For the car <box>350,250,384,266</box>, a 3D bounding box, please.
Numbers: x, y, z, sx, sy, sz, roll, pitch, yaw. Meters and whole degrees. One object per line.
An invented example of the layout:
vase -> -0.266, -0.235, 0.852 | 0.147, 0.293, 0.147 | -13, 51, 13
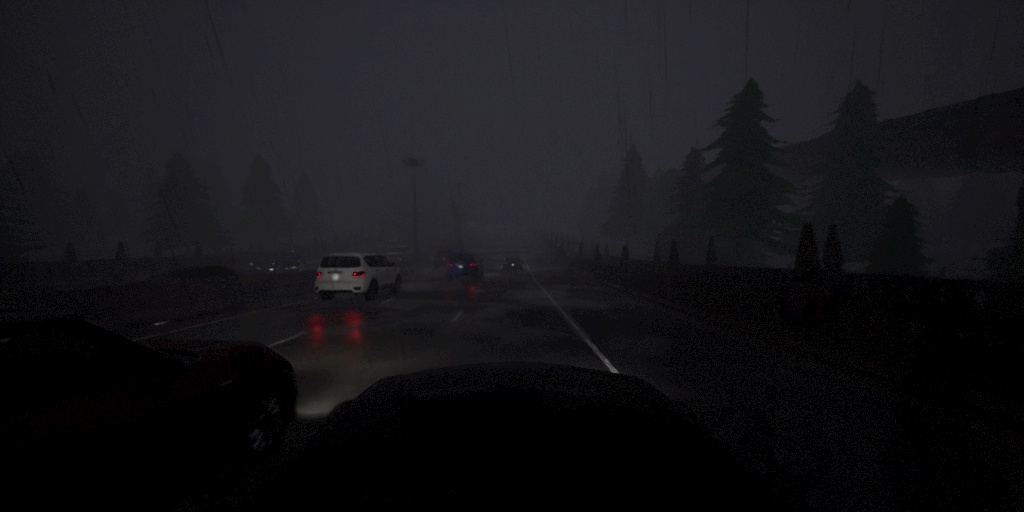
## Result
car -> -17.595, 0.150, 43.766 | 2.128, 1.511, 4.902 | 0, 5, 0

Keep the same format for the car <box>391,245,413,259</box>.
car -> -14.093, -0.218, 44.926 | 2.150, 2.045, 5.566 | 0, 5, 0

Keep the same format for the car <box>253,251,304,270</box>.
car -> -21.096, 0.596, 32.656 | 2.150, 2.045, 5.566 | 0, 2, 0

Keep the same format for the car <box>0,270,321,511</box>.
car -> -3.399, 1.100, 2.065 | 2.097, 1.767, 4.553 | 0, 0, 0

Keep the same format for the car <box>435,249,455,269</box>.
car -> -6.912, 0.244, 39.091 | 2.150, 2.045, 5.566 | 0, 4, 0

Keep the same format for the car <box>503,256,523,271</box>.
car -> 0.089, 0.709, 37.167 | 1.994, 1.385, 4.181 | 0, 3, 0

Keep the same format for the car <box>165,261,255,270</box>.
car -> -14.102, 1.159, 15.758 | 1.837, 1.490, 4.892 | 0, 0, 0

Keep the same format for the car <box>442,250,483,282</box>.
car -> -3.409, 0.780, 26.712 | 2.150, 2.045, 5.566 | 0, 1, 0

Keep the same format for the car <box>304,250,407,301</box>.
car -> -6.905, 0.868, 16.725 | 2.150, 2.045, 5.566 | 0, 0, 0
